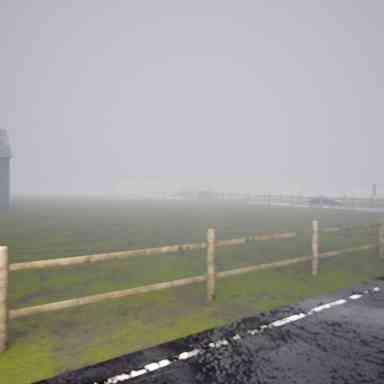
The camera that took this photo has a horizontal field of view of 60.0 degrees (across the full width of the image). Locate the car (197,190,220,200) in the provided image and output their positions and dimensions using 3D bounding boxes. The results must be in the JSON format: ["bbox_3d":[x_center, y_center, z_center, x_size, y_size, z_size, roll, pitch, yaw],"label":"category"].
[{"bbox_3d":[3.020,0.524,59.040,2.097,1.767,4.553,0,1,-35],"label":"car"}]

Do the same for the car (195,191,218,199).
[{"bbox_3d":[2.837,0.598,65.500,1.837,1.490,4.892,0,1,-35],"label":"car"}]

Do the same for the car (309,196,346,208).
[{"bbox_3d":[16.369,1.152,40.268,1.994,1.385,4.181,0,1,-35],"label":"car"}]

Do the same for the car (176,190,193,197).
[{"bbox_3d":[-1.725,0.362,71.844,1.837,1.490,4.892,0,1,-35],"label":"car"}]
